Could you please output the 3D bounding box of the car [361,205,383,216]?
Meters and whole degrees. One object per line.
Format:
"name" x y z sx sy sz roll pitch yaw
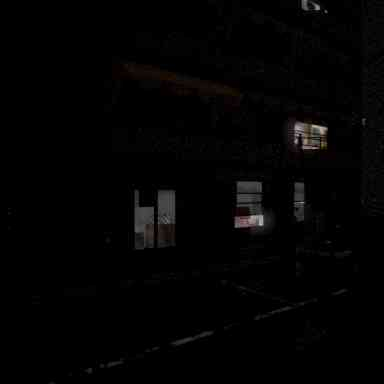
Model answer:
"car" 16.826 1.888 32.111 1.895 1.301 4.718 0 -1 -36

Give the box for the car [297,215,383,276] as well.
"car" 5.055 1.582 10.245 4.206 1.307 1.802 0 0 -36
